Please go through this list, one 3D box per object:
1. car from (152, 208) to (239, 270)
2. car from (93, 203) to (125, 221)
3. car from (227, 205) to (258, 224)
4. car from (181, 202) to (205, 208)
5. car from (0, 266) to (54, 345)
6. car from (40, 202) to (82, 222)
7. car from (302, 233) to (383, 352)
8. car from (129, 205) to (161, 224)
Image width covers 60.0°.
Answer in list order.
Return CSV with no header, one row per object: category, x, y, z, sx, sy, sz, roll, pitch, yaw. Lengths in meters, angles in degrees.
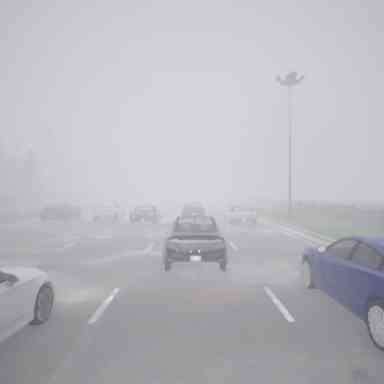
car,0.101,1.522,11.107,2.128,1.511,4.902,0,0,0
car,-6.896,1.602,27.743,1.812,1.442,4.674,0,0,0
car,3.603,1.670,25.152,1.895,1.301,4.718,0,0,0
car,0.104,1.555,28.292,1.882,1.535,5.008,0,0,0
car,-3.410,1.537,4.141,1.812,1.442,4.674,0,0,0
car,-10.397,1.565,26.731,2.128,1.511,4.902,0,0,0
car,3.597,1.495,6.167,1.882,1.535,5.008,0,0,0
car,-3.397,1.670,25.153,1.895,1.301,4.718,0,0,0
